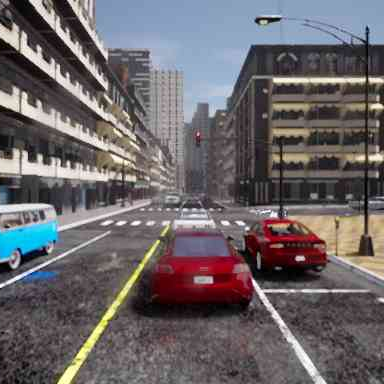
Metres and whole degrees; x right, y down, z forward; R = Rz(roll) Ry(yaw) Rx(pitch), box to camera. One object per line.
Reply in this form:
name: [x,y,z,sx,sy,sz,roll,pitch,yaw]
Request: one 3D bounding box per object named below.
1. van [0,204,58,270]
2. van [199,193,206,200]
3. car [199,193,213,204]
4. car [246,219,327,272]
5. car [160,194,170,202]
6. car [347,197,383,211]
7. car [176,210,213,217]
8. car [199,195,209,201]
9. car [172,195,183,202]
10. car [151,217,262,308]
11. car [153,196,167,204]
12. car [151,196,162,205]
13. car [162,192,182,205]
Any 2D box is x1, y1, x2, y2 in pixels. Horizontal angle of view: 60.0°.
van: [-5.699,1.301,10.471,1.690,1.788,3.998,0,0,0]
van: [2.683,1.065,87.108,1.690,1.788,3.998,-1,0,0]
car: [2.683,1.239,59.470,1.967,1.590,4.097,-1,0,0]
car: [2.683,1.505,10.471,1.887,1.381,4.507,0,0,0]
car: [-5.697,1.208,70.531,1.967,1.590,4.097,-1,0,0]
car: [18.298,1.153,33.505,4.718,1.301,1.895,-1,1,-1]
car: [0.112,1.538,16.759,1.895,1.301,4.718,0,0,1]
car: [2.685,1.303,76.053,2.008,1.369,4.403,-1,0,0]
car: [-3.004,1.332,68.461,1.994,1.385,4.181,0,0,0]
car: [0.122,1.533,7.959,1.994,1.385,4.181,0,0,-2]
car: [-5.696,1.365,59.475,1.947,1.339,4.313,0,0,0]
car: [-5.696,1.365,53.948,2.008,1.369,4.403,0,0,0]
car: [-3.077,1.039,52.916,2.150,2.045,5.566,0,0,0]
